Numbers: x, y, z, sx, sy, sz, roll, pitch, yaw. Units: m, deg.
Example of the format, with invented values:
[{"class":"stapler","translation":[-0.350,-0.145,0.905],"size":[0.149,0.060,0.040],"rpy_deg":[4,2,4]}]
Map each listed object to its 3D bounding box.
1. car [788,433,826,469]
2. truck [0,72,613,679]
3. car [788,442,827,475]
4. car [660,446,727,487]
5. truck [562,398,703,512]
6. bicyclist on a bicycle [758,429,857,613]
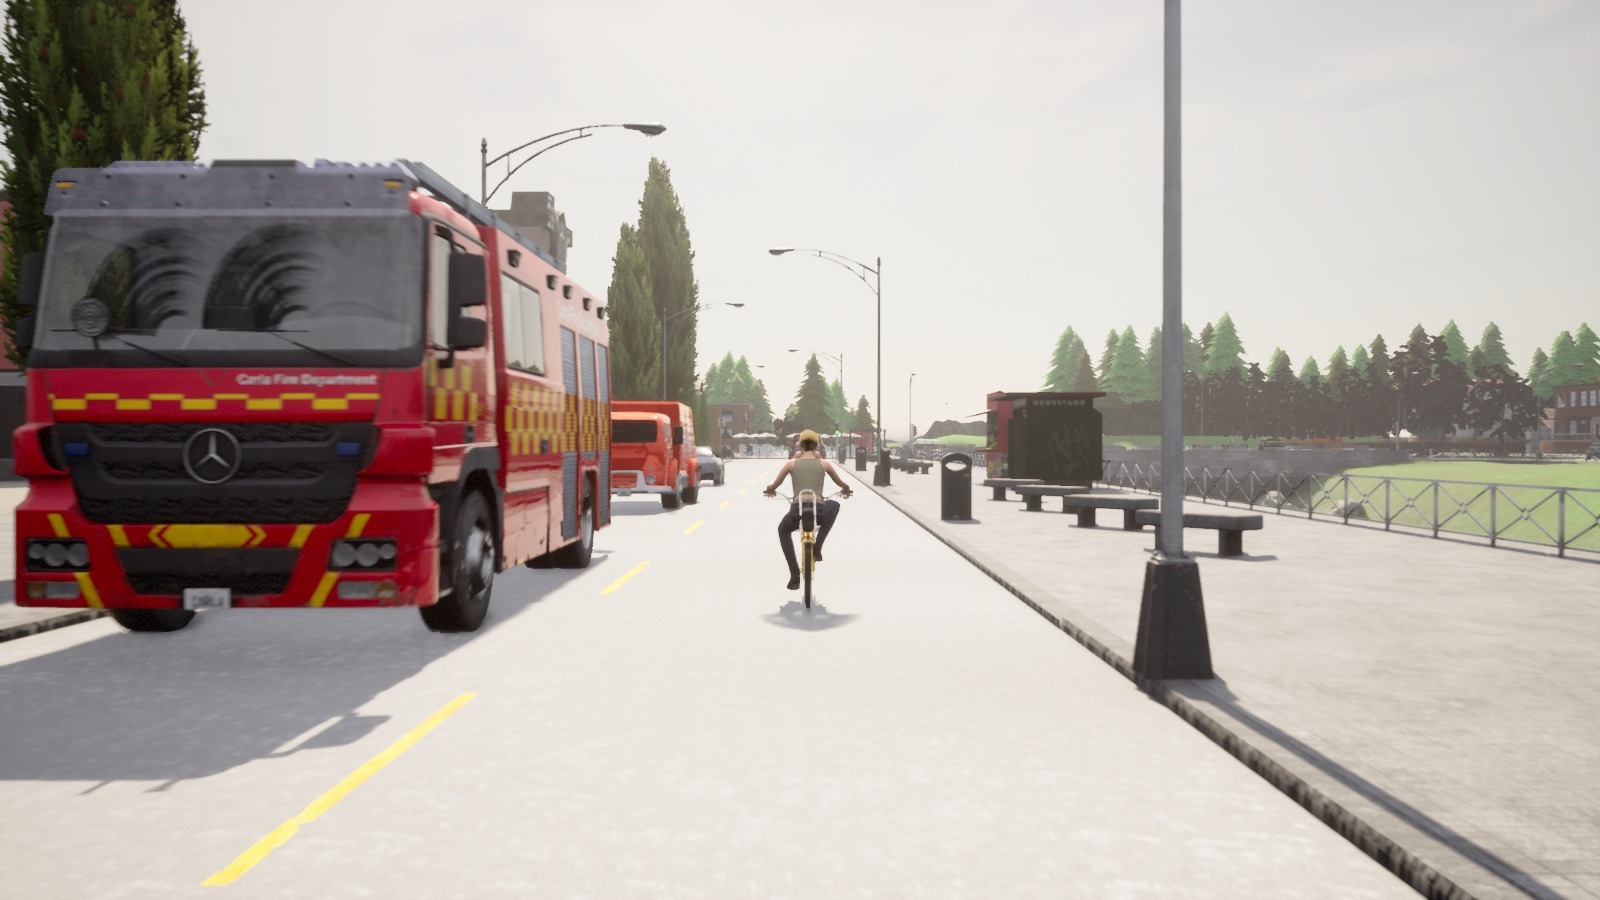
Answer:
[{"class":"car","translation":[0.425,0.049,74.020],"size":[2.150,2.045,5.566],"rpy_deg":[0,0,0]},{"class":"truck","translation":[-3.916,-0.490,12.161],"size":[2.891,3.827,8.468],"rpy_deg":[0,0,0]},{"class":"car","translation":[0.347,0.387,59.994],"size":[1.789,1.549,3.705],"rpy_deg":[0,0,0]},{"class":"car","translation":[-3.738,0.556,44.574],"size":[1.994,1.385,4.181],"rpy_deg":[0,0,0]},{"class":"truck","translation":[-3.819,0.089,29.755],"size":[2.627,2.467,5.204],"rpy_deg":[0,0,0]},{"class":"bicyclist on a bicycle","translation":[0.076,0.617,11.728],"size":[0.866,1.612,1.509],"rpy_deg":[0,0,1]}]
